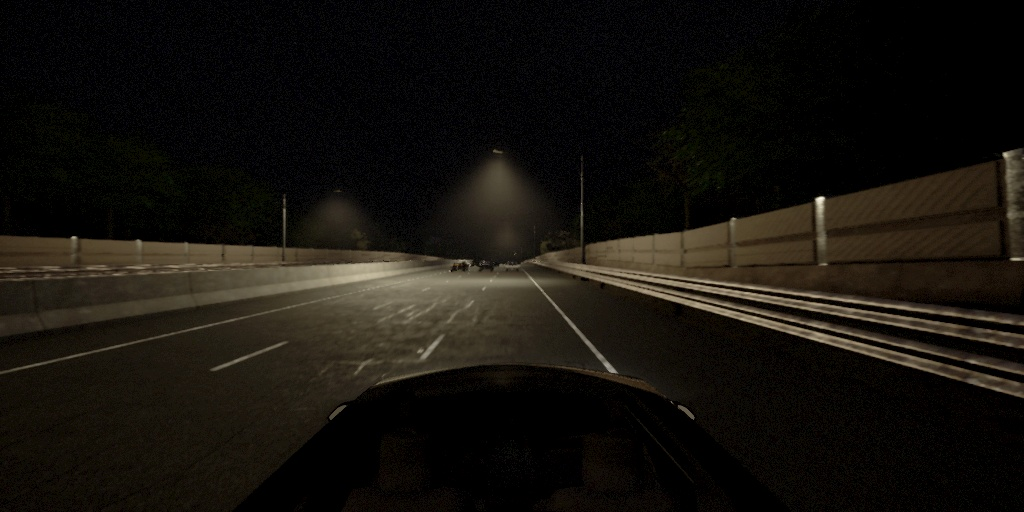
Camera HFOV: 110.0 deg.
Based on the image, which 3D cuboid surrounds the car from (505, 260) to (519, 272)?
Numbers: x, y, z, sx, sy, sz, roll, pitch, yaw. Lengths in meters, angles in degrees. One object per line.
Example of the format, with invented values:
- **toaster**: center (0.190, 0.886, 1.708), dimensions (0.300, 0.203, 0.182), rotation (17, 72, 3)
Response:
- **car**: center (0.020, 1.475, 49.232), dimensions (1.895, 1.301, 4.718), rotation (0, 0, 0)

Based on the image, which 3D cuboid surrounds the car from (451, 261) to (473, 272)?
- **car**: center (-6.980, 1.363, 48.167), dimensions (2.128, 1.511, 4.902), rotation (0, 0, 0)

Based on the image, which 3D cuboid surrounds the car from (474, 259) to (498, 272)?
- **car**: center (-3.479, 1.365, 48.914), dimensions (2.128, 1.511, 4.902), rotation (0, 0, 0)
